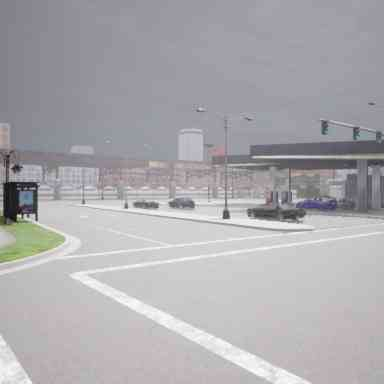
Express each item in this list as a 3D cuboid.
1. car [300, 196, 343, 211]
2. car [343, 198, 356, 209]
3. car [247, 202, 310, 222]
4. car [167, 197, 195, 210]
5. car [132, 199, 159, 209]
[{"bbox_3d":[14.306,1.295,38.319,2.242,1.667,4.611,0,0,-35],"label":"car"},{"bbox_3d":[18.580,1.456,42.233,1.970,1.475,3.806,0,0,-35],"label":"car"},{"bbox_3d":[6.572,1.601,26.496,1.895,1.301,4.718,0,0,-35],"label":"car"},{"bbox_3d":[-1.498,1.504,44.165,1.837,1.490,4.892,0,0,-35],"label":"car"},{"bbox_3d":[-6.351,1.601,45.003,1.895,1.301,4.718,0,0,-35],"label":"car"}]
